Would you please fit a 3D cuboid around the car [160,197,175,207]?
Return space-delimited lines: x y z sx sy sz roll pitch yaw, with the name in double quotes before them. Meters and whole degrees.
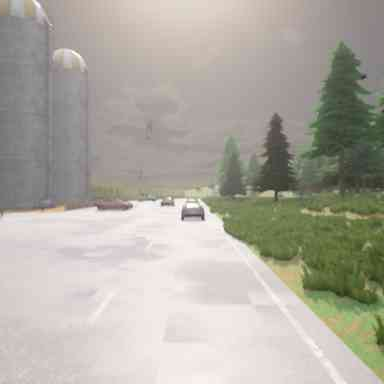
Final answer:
"car" -3.537 1.478 48.993 1.994 1.385 4.181 0 0 1

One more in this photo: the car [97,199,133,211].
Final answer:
"car" -9.065 1.482 39.268 4.181 1.381 1.994 0 0 -1

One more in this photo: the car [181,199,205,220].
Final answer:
"car" 0.075 1.515 28.004 1.994 1.385 4.181 0 0 0

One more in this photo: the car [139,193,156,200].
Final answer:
"car" -11.915 1.201 89.122 3.866 1.878 1.905 0 0 -31

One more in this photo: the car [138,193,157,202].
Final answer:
"car" -9.556 1.357 72.277 3.988 1.617 1.851 0 0 -1
